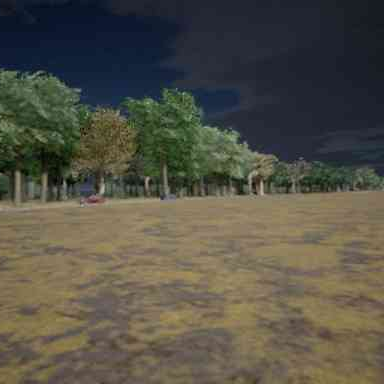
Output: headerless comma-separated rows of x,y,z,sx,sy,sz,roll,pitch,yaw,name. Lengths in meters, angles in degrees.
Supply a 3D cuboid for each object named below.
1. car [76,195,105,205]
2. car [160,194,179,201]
-15.627,1.272,51.440,1.812,1.442,4.674,-3,-1,36,car
-4.550,1.068,66.793,1.994,1.385,4.181,-3,-1,36,car
